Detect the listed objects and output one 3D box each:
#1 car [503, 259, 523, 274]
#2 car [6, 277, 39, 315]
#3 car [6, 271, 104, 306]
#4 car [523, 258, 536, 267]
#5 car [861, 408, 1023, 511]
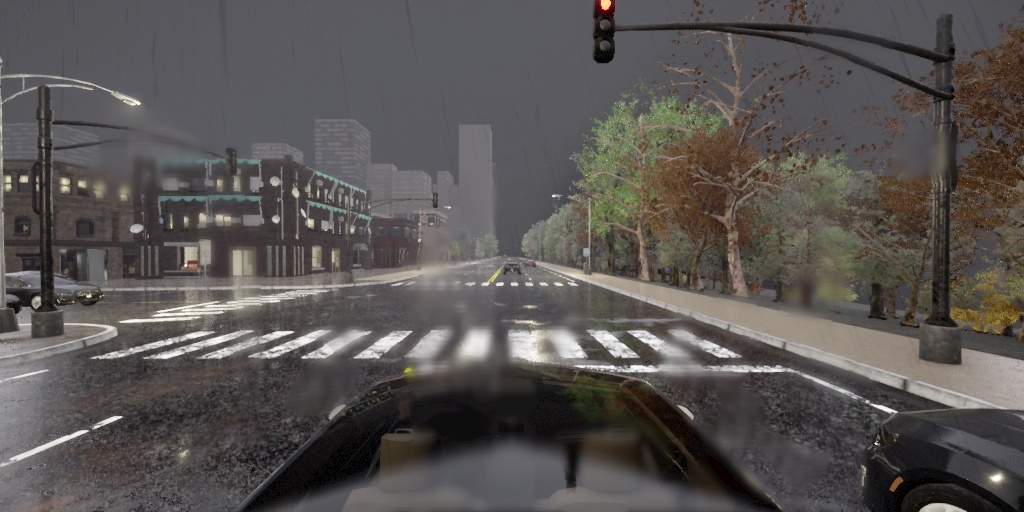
[{"bbox_3d":[0.003,1.241,41.531,1.837,1.490,4.892,0,0,0],"label":"car"},{"bbox_3d":[-19.972,1.564,12.443,4.313,1.339,1.948,0,0,0],"label":"car"},{"bbox_3d":[-20.314,1.479,15.147,4.892,1.490,1.837,-1,1,0],"label":"car"},{"bbox_3d":[3.207,1.249,63.382,1.812,1.442,4.674,0,0,0],"label":"car"},{"bbox_3d":[3.353,1.255,0.450,1.837,1.490,4.892,0,0,0],"label":"car"}]
